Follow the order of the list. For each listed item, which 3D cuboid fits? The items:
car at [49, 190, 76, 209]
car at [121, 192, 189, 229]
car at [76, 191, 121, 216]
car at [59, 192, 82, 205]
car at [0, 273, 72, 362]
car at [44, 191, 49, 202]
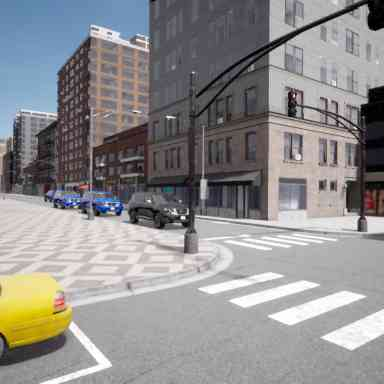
[{"bbox_3d":[-14.216,0.862,37.961,2.150,2.045,5.566,1,0,-35],"label":"car"},{"bbox_3d":[-2.087,1.053,20.759,2.150,2.045,5.566,1,0,-35],"label":"car"},{"bbox_3d":[-8.025,0.960,29.172,2.150,2.045,5.566,1,0,-35],"label":"car"},{"bbox_3d":[-17.813,0.926,48.563,2.097,1.767,4.553,1,0,-35],"label":"car"},{"bbox_3d":[-4.006,1.525,3.895,4.829,1.417,1.752,0,1,-36],"label":"car"},{"bbox_3d":[-23.441,0.708,56.576,2.150,2.045,5.566,1,0,-37],"label":"car"}]
